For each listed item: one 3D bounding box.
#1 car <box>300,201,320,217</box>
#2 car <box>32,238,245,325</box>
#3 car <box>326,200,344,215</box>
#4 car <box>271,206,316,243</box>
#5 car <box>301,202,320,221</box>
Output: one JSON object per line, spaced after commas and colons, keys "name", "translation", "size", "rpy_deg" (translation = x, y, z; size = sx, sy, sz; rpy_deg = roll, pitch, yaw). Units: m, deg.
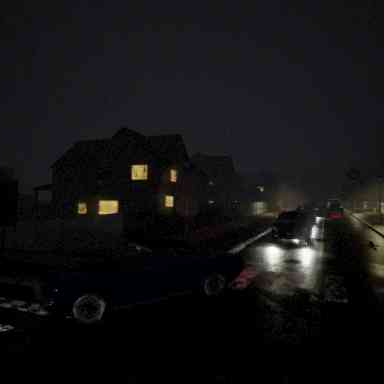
{"name": "car", "translation": [14.319, 1.991, 40.108], "size": [2.097, 1.767, 4.553], "rpy_deg": [0, -1, 22]}
{"name": "car", "translation": [-1.107, 1.857, 7.820], "size": [4.718, 1.301, 1.895], "rpy_deg": [-2, 0, -33]}
{"name": "car", "translation": [19.489, 2.249, 45.172], "size": [1.837, 1.490, 4.892], "rpy_deg": [0, -1, 22]}
{"name": "car", "translation": [5.610, 1.793, 18.404], "size": [1.882, 1.535, 5.008], "rpy_deg": [0, 0, 22]}
{"name": "car", "translation": [9.928, 1.961, 29.194], "size": [2.128, 1.511, 4.902], "rpy_deg": [0, -1, 22]}
